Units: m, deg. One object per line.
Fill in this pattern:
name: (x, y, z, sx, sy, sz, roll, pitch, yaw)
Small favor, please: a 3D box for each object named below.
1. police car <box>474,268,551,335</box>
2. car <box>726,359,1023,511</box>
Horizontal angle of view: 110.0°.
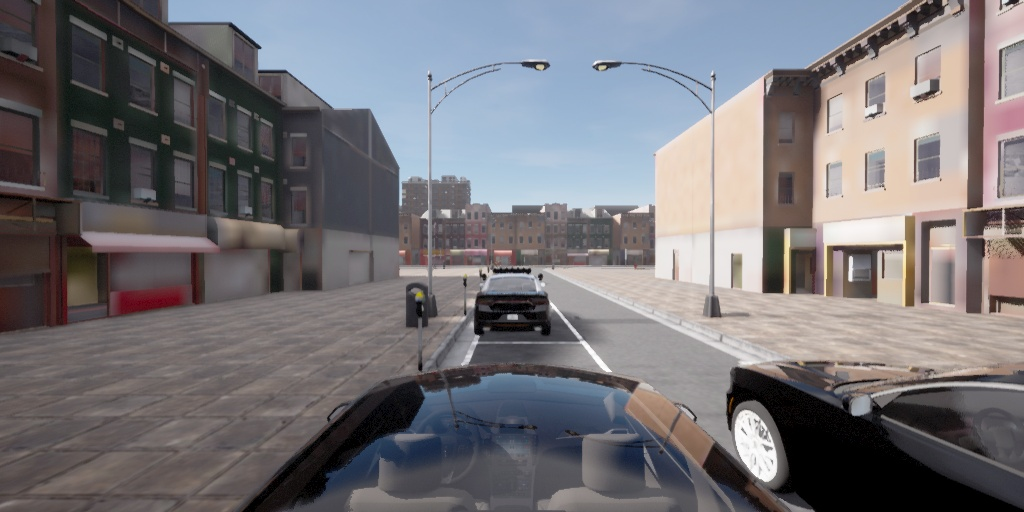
police car: (0.012, 1.164, 10.611, 1.930, 1.638, 5.238, 0, 0, 0)
car: (3.020, 1.221, 1.500, 1.882, 1.535, 5.008, 0, 0, 0)
